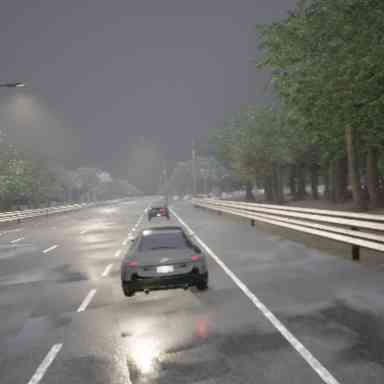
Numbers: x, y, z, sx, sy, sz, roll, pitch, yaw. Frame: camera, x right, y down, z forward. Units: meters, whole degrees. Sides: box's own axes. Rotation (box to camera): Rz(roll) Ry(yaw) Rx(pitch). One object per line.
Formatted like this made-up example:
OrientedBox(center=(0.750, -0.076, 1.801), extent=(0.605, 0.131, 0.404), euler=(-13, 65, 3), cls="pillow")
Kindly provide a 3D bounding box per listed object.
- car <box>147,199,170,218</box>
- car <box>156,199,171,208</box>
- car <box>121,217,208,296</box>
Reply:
OrientedBox(center=(-3.115, 1.735, 30.925), extent=(1.837, 1.490, 4.892), euler=(-4, 0, -6), cls="car")
OrientedBox(center=(-4.941, 1.938, 57.645), extent=(1.994, 1.385, 4.181), euler=(-4, 0, 2), cls="car")
OrientedBox(center=(-0.785, 1.625, 9.052), extent=(1.994, 1.385, 4.181), euler=(-4, 0, -6), cls="car")
